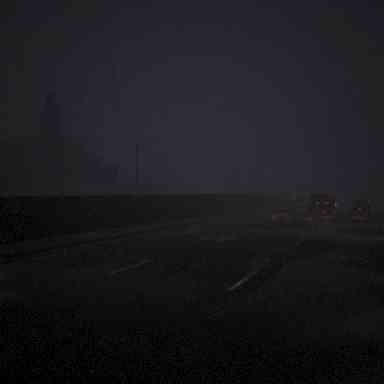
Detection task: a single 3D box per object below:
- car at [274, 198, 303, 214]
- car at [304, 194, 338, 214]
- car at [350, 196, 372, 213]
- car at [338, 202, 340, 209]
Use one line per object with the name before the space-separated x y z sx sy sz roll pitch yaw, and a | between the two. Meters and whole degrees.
car | 10.240 1.477 35.937 1.882 1.535 5.008 0 0 28
car | 13.660 1.221 35.051 2.150 2.045 5.566 0 0 29
car | 18.678 1.503 36.846 1.837 1.490 4.892 0 0 28
car | 18.224 1.600 43.538 1.895 1.301 4.718 0 0 29
